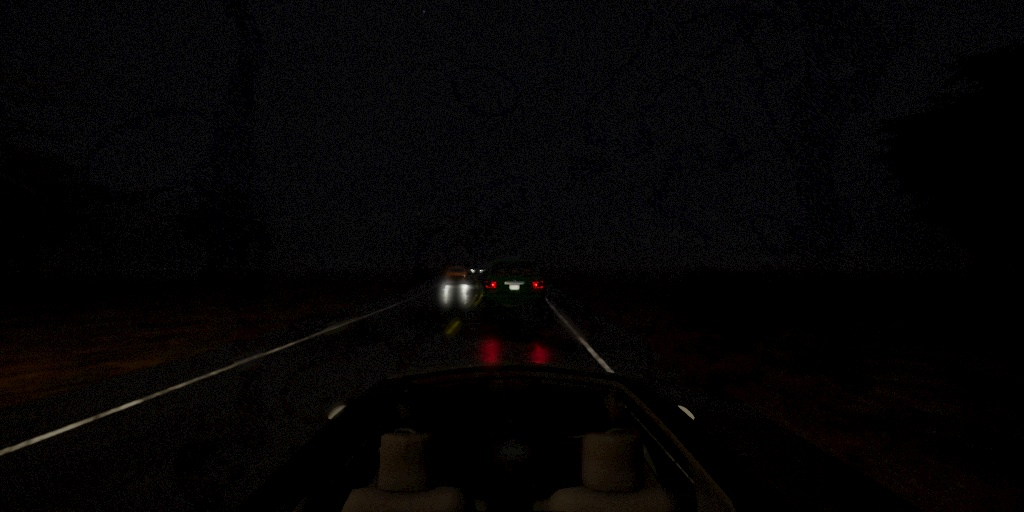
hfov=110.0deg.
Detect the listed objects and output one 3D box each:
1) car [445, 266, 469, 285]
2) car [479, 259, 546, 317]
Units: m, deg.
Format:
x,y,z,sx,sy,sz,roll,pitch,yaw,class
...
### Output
x,y,z,sx,sy,sz,roll,pitch,yaw,class
-4.900,1.668,31.978,1.882,1.535,5.008,0,-1,-7,car
0.090,1.156,14.317,2.150,2.045,5.566,0,-1,0,car
